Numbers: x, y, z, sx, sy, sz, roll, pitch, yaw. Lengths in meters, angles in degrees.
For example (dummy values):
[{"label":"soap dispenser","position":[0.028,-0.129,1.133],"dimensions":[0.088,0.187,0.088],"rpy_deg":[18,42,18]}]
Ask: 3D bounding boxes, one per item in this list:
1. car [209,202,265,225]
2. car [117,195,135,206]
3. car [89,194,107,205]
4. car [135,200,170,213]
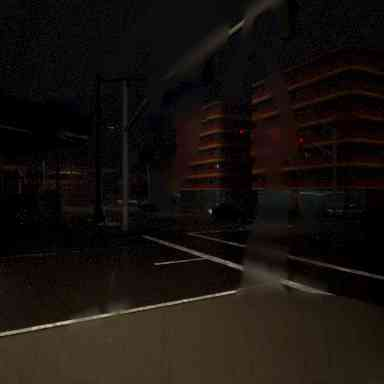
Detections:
[{"label":"car","position":[3.175,1.504,24.283],"dimensions":[1.837,1.490,4.892],"rpy_deg":[0,0,-33]},{"label":"car","position":[-10.813,1.601,55.084],"dimensions":[1.895,1.301,4.718],"rpy_deg":[0,0,-31]},{"label":"car","position":[-16.244,1.525,57.140],"dimensions":[1.812,1.442,4.674],"rpy_deg":[0,0,-30]},{"label":"car","position":[-4.232,1.601,36.631],"dimensions":[1.895,1.301,4.718],"rpy_deg":[0,0,-31]}]
